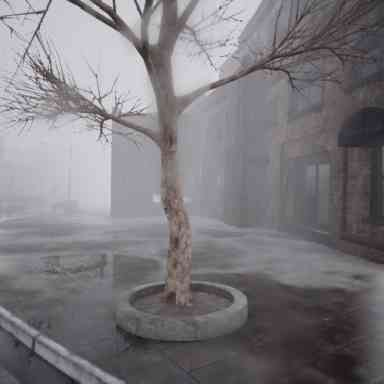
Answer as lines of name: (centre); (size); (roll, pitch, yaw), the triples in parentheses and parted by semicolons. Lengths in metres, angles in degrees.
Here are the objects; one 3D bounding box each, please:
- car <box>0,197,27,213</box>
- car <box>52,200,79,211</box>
car: (-21.107, 1.432, 38.394); (2.097, 1.767, 4.553); (1, 0, 4)
car: (-16.915, 1.734, 44.386); (1.812, 1.442, 4.674); (1, 0, 8)
